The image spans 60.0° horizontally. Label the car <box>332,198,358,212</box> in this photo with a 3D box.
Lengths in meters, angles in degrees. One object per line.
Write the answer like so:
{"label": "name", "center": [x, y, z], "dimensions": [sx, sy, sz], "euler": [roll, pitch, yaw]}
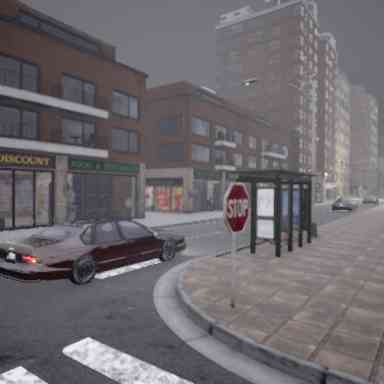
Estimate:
{"label": "car", "center": [16.456, 1.312, 35.725], "dimensions": [1.994, 1.385, 4.181], "euler": [1, 1, 35]}

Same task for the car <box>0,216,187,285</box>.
{"label": "car", "center": [-2.370, 1.389, 9.104], "dimensions": [2.033, 1.411, 5.357], "euler": [1, 1, 35]}

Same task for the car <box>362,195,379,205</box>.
{"label": "car", "center": [27.748, 1.241, 51.685], "dimensions": [2.033, 1.411, 5.357], "euler": [1, 1, 35]}
